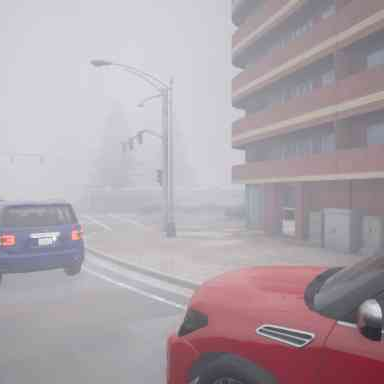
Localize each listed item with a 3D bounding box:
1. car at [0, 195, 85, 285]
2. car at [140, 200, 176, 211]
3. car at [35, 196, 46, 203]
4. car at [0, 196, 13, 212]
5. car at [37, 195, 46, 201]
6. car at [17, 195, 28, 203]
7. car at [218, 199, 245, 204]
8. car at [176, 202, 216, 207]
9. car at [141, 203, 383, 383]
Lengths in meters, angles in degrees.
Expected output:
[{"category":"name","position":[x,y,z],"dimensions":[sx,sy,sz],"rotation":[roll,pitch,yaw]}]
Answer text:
[{"category":"car","position":[-4.917,1.221,9.767],"dimensions":[2.150,2.045,5.566],"rotation":[0,0,-36]},{"category":"car","position":[-3.344,1.581,36.126],"dimensions":[4.674,1.442,1.812],"rotation":[0,0,-23]},{"category":"car","position":[-33.275,1.540,72.982],"dimensions":[2.033,1.411,5.357],"rotation":[0,0,-23]},{"category":"car","position":[-22.812,1.352,39.548],"dimensions":[2.097,1.767,4.553],"rotation":[0,0,-22]},{"category":"car","position":[-37.309,1.478,82.452],"dimensions":[1.882,1.535,5.008],"rotation":[0,0,-23]},{"category":"car","position":[-36.659,1.500,71.994],"dimensions":[1.837,1.490,4.892],"rotation":[0,0,-23]},{"category":"car","position":[4.875,1.581,27.997],"dimensions":[4.674,1.442,1.812],"rotation":[0,0,-23]},{"category":"car","position":[1.115,1.656,34.215],"dimensions":[4.718,1.301,1.895],"rotation":[0,0,-23]},{"category":"car","position":[2.392,1.221,2.420],"dimensions":[5.566,2.045,2.150],"rotation":[0,0,36]}]
